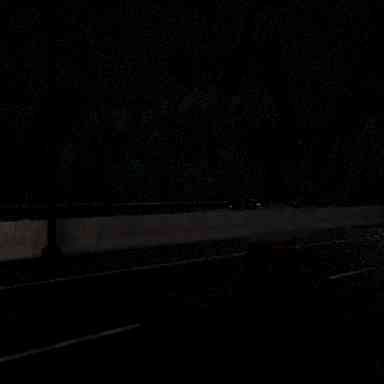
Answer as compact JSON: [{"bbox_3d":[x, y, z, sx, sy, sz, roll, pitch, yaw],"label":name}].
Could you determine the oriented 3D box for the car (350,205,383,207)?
[{"bbox_3d":[17.717,1.343,31.386,5.357,1.411,2.033,0,1,-30],"label":"car"}]

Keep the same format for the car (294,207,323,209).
[{"bbox_3d":[12.418,1.245,36.395,5.357,1.411,2.033,0,1,-30],"label":"car"}]
